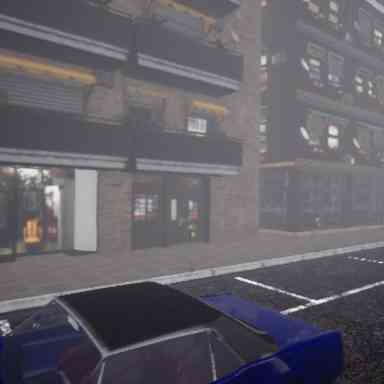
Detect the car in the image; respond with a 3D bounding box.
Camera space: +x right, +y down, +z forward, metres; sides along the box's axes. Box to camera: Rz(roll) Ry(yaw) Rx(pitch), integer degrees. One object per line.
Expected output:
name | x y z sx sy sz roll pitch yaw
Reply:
car | -0.854 1.609 2.769 4.718 1.301 1.895 1 0 -35
